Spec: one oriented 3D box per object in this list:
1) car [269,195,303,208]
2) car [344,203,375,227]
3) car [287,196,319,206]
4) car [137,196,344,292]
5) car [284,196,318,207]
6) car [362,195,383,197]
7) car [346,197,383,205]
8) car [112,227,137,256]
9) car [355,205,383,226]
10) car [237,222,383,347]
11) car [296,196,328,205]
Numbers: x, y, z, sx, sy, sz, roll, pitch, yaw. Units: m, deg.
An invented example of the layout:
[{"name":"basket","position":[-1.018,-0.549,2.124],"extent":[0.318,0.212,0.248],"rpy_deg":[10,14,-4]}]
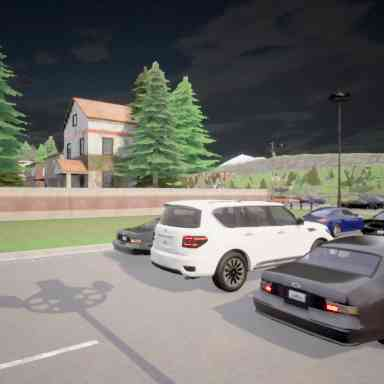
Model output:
[{"name":"car","position":[14.082,1.353,49.962],"extent":[2.097,1.767,4.553],"rpy_deg":[0,0,-36]},{"name":"car","position":[7.652,1.526,17.793],"extent":[4.674,1.442,1.812],"rpy_deg":[0,0,-35]},{"name":"car","position":[18.532,1.492,55.765],"extent":[2.128,1.511,4.902],"rpy_deg":[0,0,-36]},{"name":"car","position":[1.569,1.221,9.166],"extent":[5.566,2.045,2.150],"rpy_deg":[0,0,-36]},{"name":"car","position":[16.956,1.478,51.961],"extent":[1.882,1.535,5.008],"rpy_deg":[0,0,-36]},{"name":"car","position":[23.618,1.352,43.167],"extent":[2.097,1.767,4.553],"rpy_deg":[0,0,-39]},{"name":"car","position":[20.779,1.601,40.966],"extent":[1.895,1.301,4.718],"rpy_deg":[0,0,-38]},{"name":"car","position":[-0.151,1.547,12.231],"extent":[5.357,1.411,2.033],"rpy_deg":[0,0,-36]},{"name":"car","position":[9.660,1.478,14.926],"extent":[5.008,1.535,1.882],"rpy_deg":[0,0,-35]},{"name":"car","position":[3.549,1.547,6.277],"extent":[5.357,1.411,2.033],"rpy_deg":[0,0,-36]},{"name":"car","position":[20.991,1.478,58.350],"extent":[1.882,1.535,5.008],"rpy_deg":[0,0,-36]}]
